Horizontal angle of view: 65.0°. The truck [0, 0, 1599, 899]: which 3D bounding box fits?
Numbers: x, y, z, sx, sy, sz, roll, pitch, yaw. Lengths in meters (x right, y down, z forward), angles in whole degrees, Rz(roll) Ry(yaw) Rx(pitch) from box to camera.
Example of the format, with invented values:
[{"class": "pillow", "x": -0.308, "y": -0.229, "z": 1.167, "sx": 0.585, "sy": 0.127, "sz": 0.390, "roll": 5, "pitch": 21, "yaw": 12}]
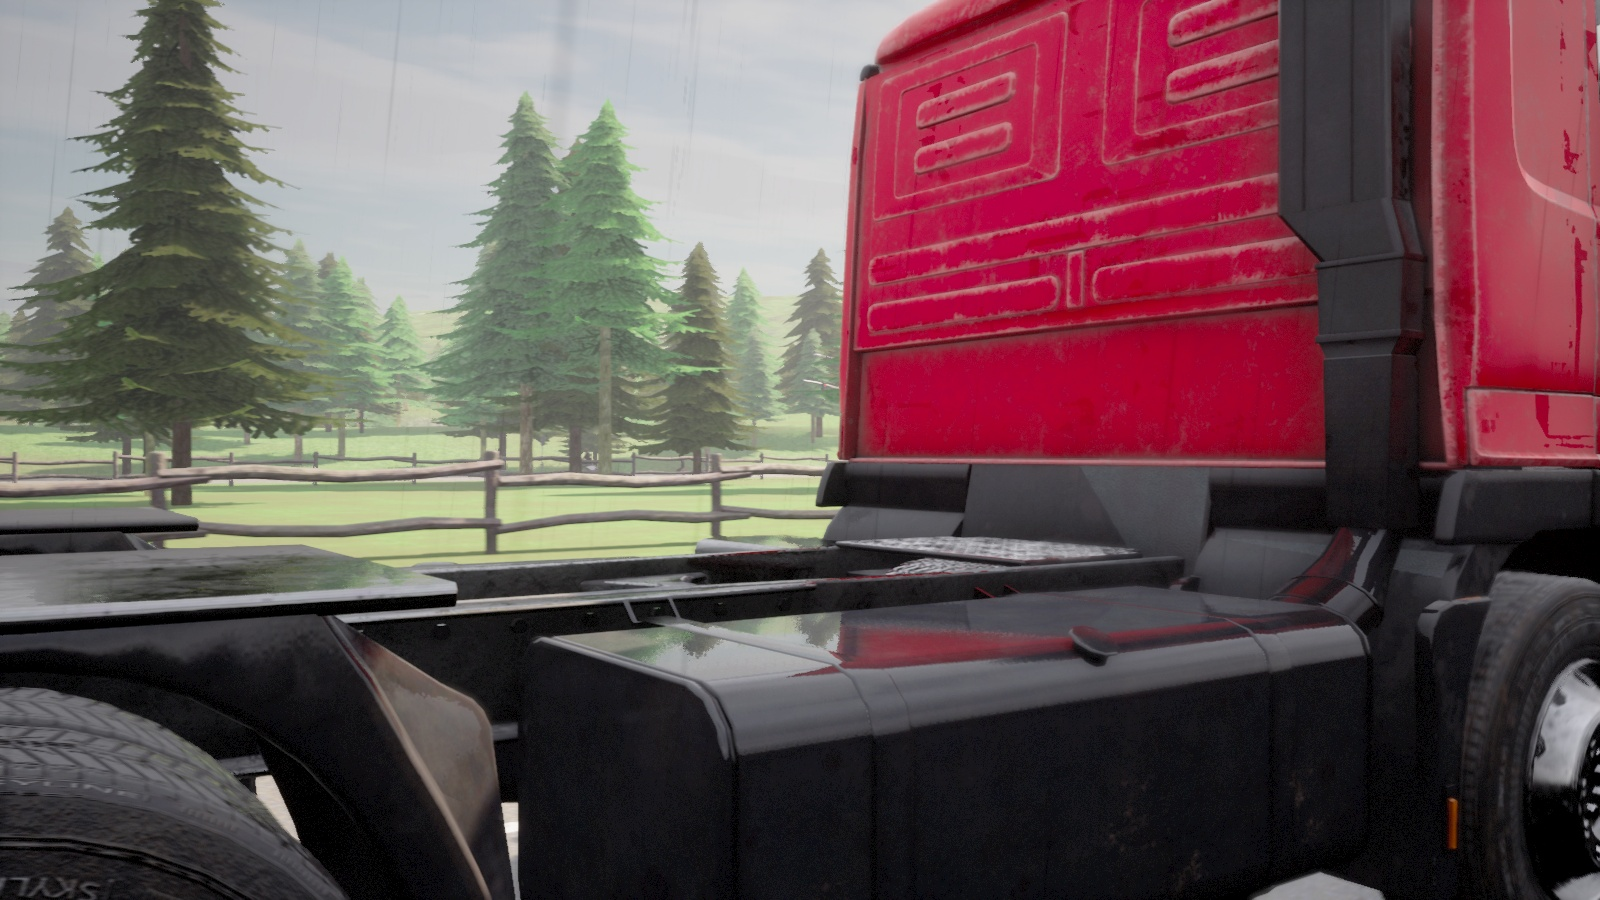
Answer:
[{"class": "truck", "x": -0.480, "y": -0.227, "z": 3.326, "sx": 7.936, "sy": 3.462, "sz": 2.891, "roll": 0, "pitch": 0, "yaw": -35}]
